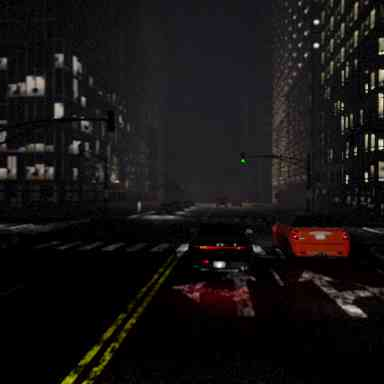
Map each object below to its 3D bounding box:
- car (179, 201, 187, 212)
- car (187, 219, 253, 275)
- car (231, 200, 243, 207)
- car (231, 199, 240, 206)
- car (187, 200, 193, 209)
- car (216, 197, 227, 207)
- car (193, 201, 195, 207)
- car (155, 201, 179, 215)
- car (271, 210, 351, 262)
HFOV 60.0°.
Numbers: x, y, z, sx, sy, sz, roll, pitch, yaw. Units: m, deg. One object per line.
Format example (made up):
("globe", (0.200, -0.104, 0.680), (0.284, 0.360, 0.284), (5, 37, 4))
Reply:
("car", (-2.238, 2.113, 49.383), (1.837, 1.490, 4.892), (0, -1, 5))
("car", (0.952, 1.652, 10.990), (1.837, 1.490, 4.892), (0, -1, 6))
("car", (9.580, 2.447, 70.438), (1.812, 1.442, 4.674), (0, -1, 5))
("car", (10.431, 2.563, 79.967), (2.128, 1.511, 4.902), (0, -1, 5))
("car", (-1.371, 2.250, 58.634), (1.812, 1.442, 4.674), (0, -1, 6))
("car", (6.210, 2.109, 69.414), (2.150, 2.045, 5.566), (0, -1, 5))
("car", (-0.396, 2.408, 68.573), (1.994, 1.385, 4.181), (0, -1, 5))
("car", (-3.075, 2.017, 40.152), (1.812, 1.442, 4.674), (0, -1, 5))
("car", (4.447, 1.565, 13.125), (2.097, 1.767, 4.553), (0, -2, 5))
